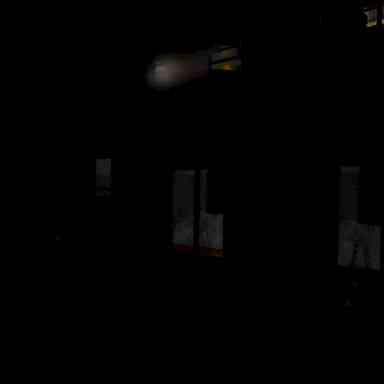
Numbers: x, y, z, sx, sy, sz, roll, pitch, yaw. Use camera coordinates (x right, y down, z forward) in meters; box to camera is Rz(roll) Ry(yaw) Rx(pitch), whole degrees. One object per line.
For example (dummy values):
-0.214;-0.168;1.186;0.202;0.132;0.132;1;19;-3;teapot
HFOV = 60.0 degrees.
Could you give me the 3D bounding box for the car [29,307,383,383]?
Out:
0.657;1.540;2.200;4.507;1.381;1.887;1;1;35;car
